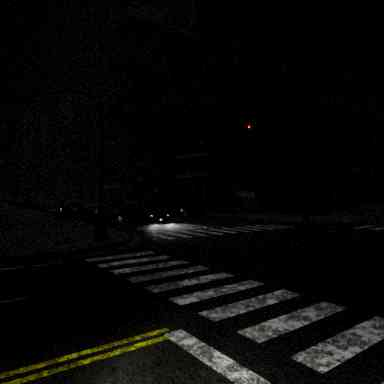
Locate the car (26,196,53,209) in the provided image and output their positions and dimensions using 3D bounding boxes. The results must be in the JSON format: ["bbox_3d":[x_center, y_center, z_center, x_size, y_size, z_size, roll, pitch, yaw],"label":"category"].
[{"bbox_3d":[-19.982,1.535,43.657,2.008,1.369,4.403,0,0,-35],"label":"car"}]

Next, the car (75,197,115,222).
[{"bbox_3d":[-7.202,1.423,25.697,1.967,1.590,4.097,0,0,-35],"label":"car"}]

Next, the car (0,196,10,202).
[{"bbox_3d":[-42.349,1.601,75.087,1.802,1.307,4.206,0,0,-35],"label":"car"}]

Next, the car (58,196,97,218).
[{"bbox_3d":[-10.397,1.422,30.187,1.967,1.590,4.097,0,0,-35],"label":"car"}]

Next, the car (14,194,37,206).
[{"bbox_3d":[-26.373,1.432,52.637,1.967,1.590,4.097,0,0,-35],"label":"car"}]

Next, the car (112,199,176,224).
[{"bbox_3d":[-3.765,1.541,25.212,2.033,1.411,5.357,0,0,-37],"label":"car"}]

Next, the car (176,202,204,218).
[{"bbox_3d":[-0.663,1.581,30.349,1.947,1.339,4.313,0,0,-35],"label":"car"}]

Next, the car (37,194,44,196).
[{"bbox_3d":[-35.810,1.491,79.741,1.967,1.590,4.097,0,0,-35],"label":"car"}]

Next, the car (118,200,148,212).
[{"bbox_3d":[-7.054,1.595,39.330,1.802,1.307,4.206,0,0,-35],"label":"car"}]

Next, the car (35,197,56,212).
[{"bbox_3d":[-16.787,1.564,39.167,1.802,1.307,4.206,0,0,-35],"label":"car"}]

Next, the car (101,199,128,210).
[{"bbox_3d":[-10.249,1.580,43.820,1.947,1.339,4.313,0,0,-35],"label":"car"}]

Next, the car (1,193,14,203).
[{"bbox_3d":[-39.153,1.558,70.597,1.887,1.381,4.507,0,0,-35],"label":"car"}]

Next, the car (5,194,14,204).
[{"bbox_3d":[-32.763,1.553,61.617,2.008,1.369,4.403,0,0,-35],"label":"car"}]
